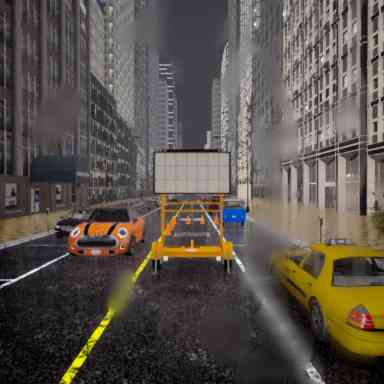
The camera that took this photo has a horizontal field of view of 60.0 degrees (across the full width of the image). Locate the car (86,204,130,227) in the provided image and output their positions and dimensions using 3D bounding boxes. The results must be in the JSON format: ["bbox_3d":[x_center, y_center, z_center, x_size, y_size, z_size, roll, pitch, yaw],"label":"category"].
[{"bbox_3d":[-5.694,1.560,23.155,1.947,1.339,4.313,-1,0,0],"label":"car"}]

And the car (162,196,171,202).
[{"bbox_3d":[-5.685,1.563,74.307,1.802,1.307,4.206,-1,0,0],"label":"car"}]

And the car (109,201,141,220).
[{"bbox_3d":[-5.693,1.538,28.838,1.887,1.381,4.507,-1,0,0],"label":"car"}]

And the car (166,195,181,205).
[{"bbox_3d":[-2.990,1.549,59.172,1.994,1.385,4.181,0,0,0],"label":"car"}]

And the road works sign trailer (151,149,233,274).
[{"bbox_3d":[0.003,0.462,10.502,2.380,3.560,2.880,0,0,0],"label":"road works sign trailer"}]

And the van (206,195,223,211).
[{"bbox_3d":[2.687,1.332,40.204,1.690,1.788,3.998,-1,0,0],"label":"van"}]

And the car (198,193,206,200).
[{"bbox_3d":[2.695,1.290,91.357,2.192,1.841,5.009,-1,0,0],"label":"car"}]

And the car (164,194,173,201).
[{"bbox_3d":[-5.686,1.419,79.991,1.967,1.590,4.097,-1,0,0],"label":"car"}]

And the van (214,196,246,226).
[{"bbox_3d":[2.685,1.336,23.153,1.690,1.788,3.998,-1,0,0],"label":"van"}]

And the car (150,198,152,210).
[{"bbox_3d":[-5.693,1.543,34.522,2.008,1.369,4.403,-1,0,0],"label":"car"}]

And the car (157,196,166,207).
[{"bbox_3d":[-5.690,1.538,51.573,2.008,1.369,4.403,-1,0,0],"label":"car"}]

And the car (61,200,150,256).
[{"bbox_3d":[-3.099,1.349,12.984,2.097,1.767,4.553,0,0,0],"label":"car"}]

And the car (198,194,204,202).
[{"bbox_3d":[2.693,1.535,62.938,2.008,1.369,4.403,-1,0,0],"label":"car"}]

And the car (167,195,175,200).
[{"bbox_3d":[-5.683,1.501,91.189,1.752,1.417,4.829,-1,0,0],"label":"car"}]

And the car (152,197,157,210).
[{"bbox_3d":[-5.691,1.572,40.206,1.802,1.307,4.206,-1,0,0],"label":"car"}]

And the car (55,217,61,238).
[{"bbox_3d":[-5.695,1.547,17.471,2.008,1.369,4.403,-1,0,0],"label":"car"}]

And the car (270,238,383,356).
[{"bbox_3d":[2.684,1.524,6.272,1.752,1.417,4.829,-1,0,0],"label":"car"}]

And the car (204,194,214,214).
[{"bbox_3d":[2.686,1.307,34.520,2.192,1.841,5.009,-1,0,0],"label":"car"}]
